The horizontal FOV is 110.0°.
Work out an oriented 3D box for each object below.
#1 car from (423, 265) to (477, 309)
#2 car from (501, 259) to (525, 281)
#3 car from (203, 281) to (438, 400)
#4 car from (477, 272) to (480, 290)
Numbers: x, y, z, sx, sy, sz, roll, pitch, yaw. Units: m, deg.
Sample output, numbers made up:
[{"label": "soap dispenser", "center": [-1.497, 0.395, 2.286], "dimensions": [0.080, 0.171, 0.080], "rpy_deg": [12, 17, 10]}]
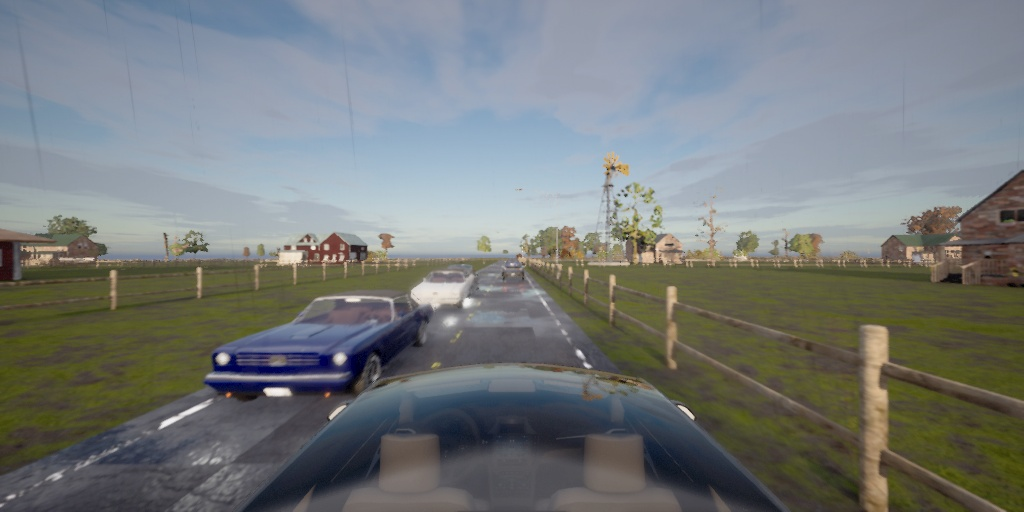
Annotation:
[{"label": "car", "center": [-2.749, 1.259, 15.063], "dimensions": [1.895, 1.301, 4.718], "rpy_deg": [0, 4, 0]}, {"label": "car", "center": [0.092, 1.216, 30.070], "dimensions": [2.128, 1.511, 4.902], "rpy_deg": [0, 0, 0]}, {"label": "car", "center": [-2.847, 1.347, 6.561], "dimensions": [1.895, 1.301, 4.718], "rpy_deg": [0, 0, 0]}, {"label": "car", "center": [-2.838, 1.274, 19.688], "dimensions": [1.837, 1.490, 4.892], "rpy_deg": [0, 2, 0]}]
